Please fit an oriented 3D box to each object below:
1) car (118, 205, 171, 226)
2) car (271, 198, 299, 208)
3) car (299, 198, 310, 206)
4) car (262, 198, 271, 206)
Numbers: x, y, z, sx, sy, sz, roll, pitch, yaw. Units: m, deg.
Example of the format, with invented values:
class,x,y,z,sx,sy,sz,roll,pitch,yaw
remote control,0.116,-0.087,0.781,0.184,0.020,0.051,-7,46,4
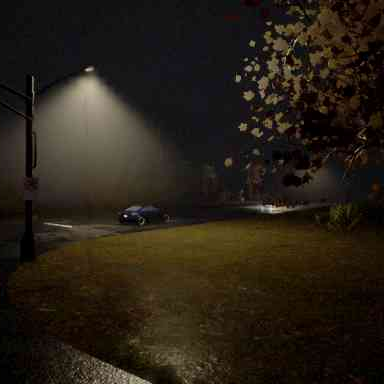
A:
class,x,y,z,sx,sy,sz,roll,pitch,yaw
car,-3.410,1.633,24.552,1.994,1.385,4.181,1,0,35
car,14.153,1.614,50.421,1.882,1.535,5.008,1,0,33
car,19.413,1.768,58.812,1.895,1.301,4.718,1,0,31
car,13.318,1.698,55.682,1.895,1.301,4.718,1,0,32
